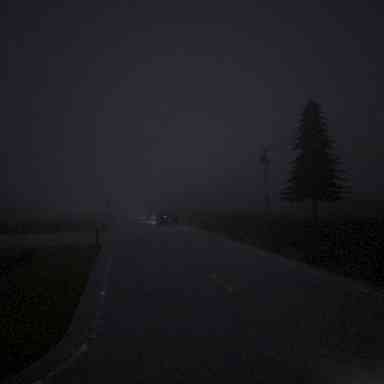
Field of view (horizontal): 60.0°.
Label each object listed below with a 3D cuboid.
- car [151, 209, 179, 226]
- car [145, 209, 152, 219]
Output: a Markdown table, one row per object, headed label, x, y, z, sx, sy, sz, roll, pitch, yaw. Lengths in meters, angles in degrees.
| label | x | y | z | sx | sy | sz | roll | pitch | yaw |
| --- | --- | --- | --- | --- | --- | --- | --- | --- | --- |
| car | -2.588 | 2.586 | 33.726 | 2.128 | 1.511 | 4.902 | 0 | -2 | -12 |
| car | -5.510 | 3.087 | 47.436 | 1.812 | 1.442 | 4.674 | 0 | -2 | -12 |
